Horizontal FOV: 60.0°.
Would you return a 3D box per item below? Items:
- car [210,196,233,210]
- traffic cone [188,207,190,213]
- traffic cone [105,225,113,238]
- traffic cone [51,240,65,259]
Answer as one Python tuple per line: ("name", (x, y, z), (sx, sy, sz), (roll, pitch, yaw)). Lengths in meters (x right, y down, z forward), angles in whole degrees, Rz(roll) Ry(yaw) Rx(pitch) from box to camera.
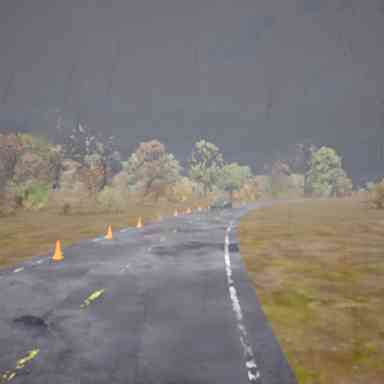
("car", (3.818, 1.340, 42.481), (2.097, 1.767, 4.553), (0, 0, 17))
("traffic cone", (-0.363, 1.940, 36.347), (0.340, 0.580, 0.340), (0, 0, 14))
("traffic cone", (-4.038, 1.938, 16.333), (0.340, 0.580, 0.340), (0, 0, 7))
("traffic cone", (-4.533, 1.938, 11.266), (0.340, 0.580, 0.340), (0, 0, 5))
